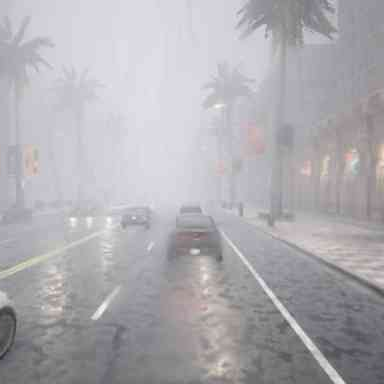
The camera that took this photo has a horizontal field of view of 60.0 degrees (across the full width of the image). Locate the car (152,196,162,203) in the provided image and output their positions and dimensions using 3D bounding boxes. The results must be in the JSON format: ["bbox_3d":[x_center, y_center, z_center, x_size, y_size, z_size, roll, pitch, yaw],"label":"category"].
[{"bbox_3d":[-7.734,1.690,74.692,1.837,1.490,4.892,0,0,-1],"label":"car"}]

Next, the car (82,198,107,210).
[{"bbox_3d":[-14.029,1.681,48.089,2.231,1.521,4.892,0,0,-1],"label":"car"}]

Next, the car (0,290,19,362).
[{"bbox_3d":[-3.438,1.542,2.913,1.812,1.442,4.674,0,0,0],"label":"car"}]

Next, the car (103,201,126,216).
[{"bbox_3d":[-7.353,1.665,34.114,1.812,1.442,4.674,0,0,-1],"label":"car"}]

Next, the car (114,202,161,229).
[{"bbox_3d":[-3.526,1.638,22.565,2.033,1.411,5.357,0,0,0],"label":"car"}]

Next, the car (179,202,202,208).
[{"bbox_3d":[-0.100,1.589,29.195,1.882,1.535,5.008,0,0,-1],"label":"car"}]

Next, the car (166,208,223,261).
[{"bbox_3d":[0.080,1.553,12.429,1.837,1.490,4.892,0,0,0],"label":"car"}]

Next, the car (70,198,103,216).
[{"bbox_3d":[-10.854,1.496,34.260,2.097,1.767,4.553,0,0,-1],"label":"car"}]

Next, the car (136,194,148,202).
[{"bbox_3d":[-11.228,1.408,74.871,2.150,2.045,5.566,0,0,-1],"label":"car"}]
